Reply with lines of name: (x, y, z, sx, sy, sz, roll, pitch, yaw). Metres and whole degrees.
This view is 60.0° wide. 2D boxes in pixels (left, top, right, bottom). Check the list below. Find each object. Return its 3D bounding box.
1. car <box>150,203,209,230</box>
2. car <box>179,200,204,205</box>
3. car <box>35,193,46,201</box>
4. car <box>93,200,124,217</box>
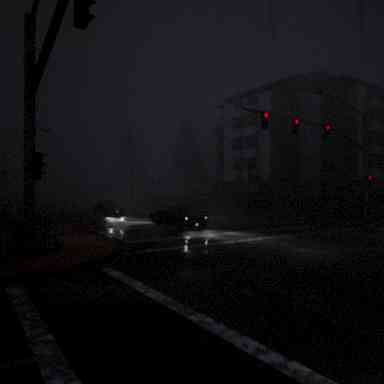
car: (-0.931, 1.649, 21.774, 1.895, 1.301, 4.718, 0, 0, -34)
car: (-0.406, 1.570, 33.746, 1.882, 1.535, 5.008, 0, 0, -34)
car: (-39.033, 1.244, 84.847, 2.150, 2.045, 5.566, 0, 0, -41)
car: (-8.254, 1.544, 32.715, 2.128, 1.511, 4.902, 0, 0, -34)
